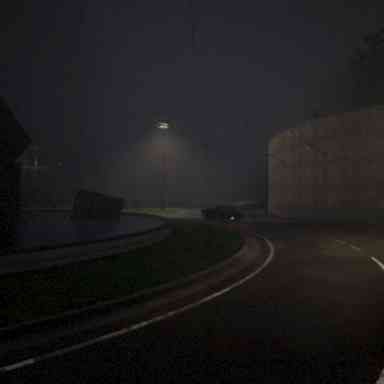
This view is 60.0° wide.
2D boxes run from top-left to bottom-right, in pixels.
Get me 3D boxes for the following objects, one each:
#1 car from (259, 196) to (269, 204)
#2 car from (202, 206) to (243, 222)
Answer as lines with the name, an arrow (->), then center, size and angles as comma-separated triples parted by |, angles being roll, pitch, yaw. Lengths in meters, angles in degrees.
car -> 18.765, 1.989, 86.367 | 2.150, 2.045, 5.566 | 0, 0, 21
car -> 2.520, 1.835, 29.150 | 1.895, 1.301, 4.718 | 0, 0, -21
